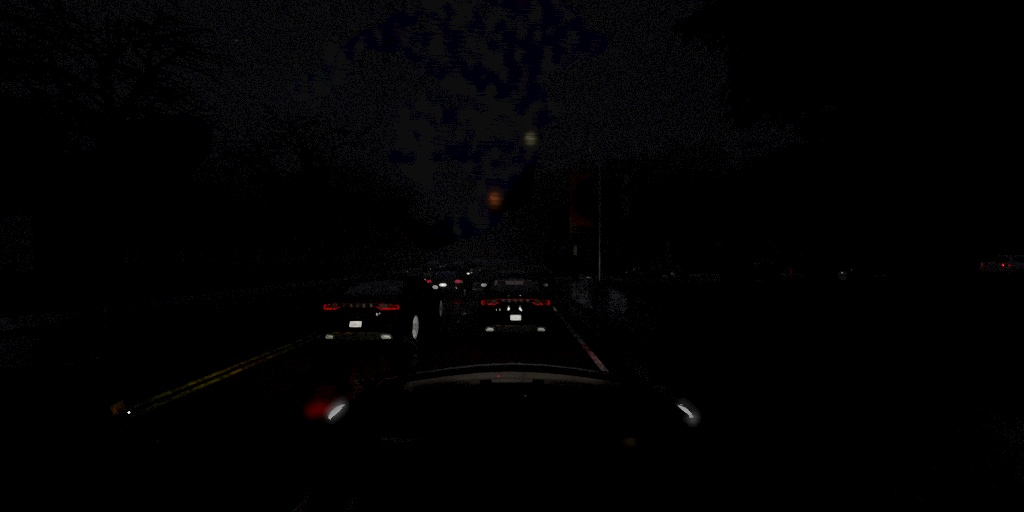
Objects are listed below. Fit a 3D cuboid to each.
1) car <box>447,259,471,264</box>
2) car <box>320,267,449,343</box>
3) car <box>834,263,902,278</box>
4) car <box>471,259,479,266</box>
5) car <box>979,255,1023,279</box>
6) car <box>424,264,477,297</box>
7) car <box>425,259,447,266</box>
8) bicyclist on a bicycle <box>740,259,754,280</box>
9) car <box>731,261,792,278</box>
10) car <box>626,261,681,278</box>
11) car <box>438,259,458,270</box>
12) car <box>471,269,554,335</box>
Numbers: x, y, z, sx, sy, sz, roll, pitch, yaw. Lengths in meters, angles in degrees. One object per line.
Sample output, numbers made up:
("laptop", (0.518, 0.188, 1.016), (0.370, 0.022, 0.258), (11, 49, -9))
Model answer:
("car", (-6.673, 1.301, 45.502), (1.812, 1.442, 4.674), (0, 0, 0))
("car", (-3.169, 1.229, 9.744), (1.882, 1.535, 5.008), (0, 0, 0))
("car", (33.139, 1.322, 33.448), (4.718, 1.301, 1.895), (0, 0, 0))
("car", (-6.683, 1.349, 55.362), (1.994, 1.385, 4.181), (0, 0, 0))
("car", (43.540, 0.940, 30.554), (5.566, 2.045, 2.150), (0, 0, 0))
("car", (-3.200, 1.319, 18.682), (1.994, 1.385, 4.181), (0, 0, 0))
("car", (-9.924, 1.301, 45.758), (1.812, 1.442, 4.674), (0, 0, -1))
("bicyclist on a bicycle", (18.086, 1.039, 27.588), (0.582, 1.620, 1.656), (0, 0, 0))
("car", (23.198, 1.207, 33.448), (5.008, 1.535, 1.882), (0, 0, 0))
("car", (13.133, 1.233, 33.446), (4.902, 1.511, 2.128), (0, 0, 0))
("car", (-9.926, 1.277, 55.865), (2.128, 1.511, 4.902), (0, 0, 0))
("car", (0.080, 1.229, 10.492), (1.882, 1.535, 5.008), (0, 0, 0))
